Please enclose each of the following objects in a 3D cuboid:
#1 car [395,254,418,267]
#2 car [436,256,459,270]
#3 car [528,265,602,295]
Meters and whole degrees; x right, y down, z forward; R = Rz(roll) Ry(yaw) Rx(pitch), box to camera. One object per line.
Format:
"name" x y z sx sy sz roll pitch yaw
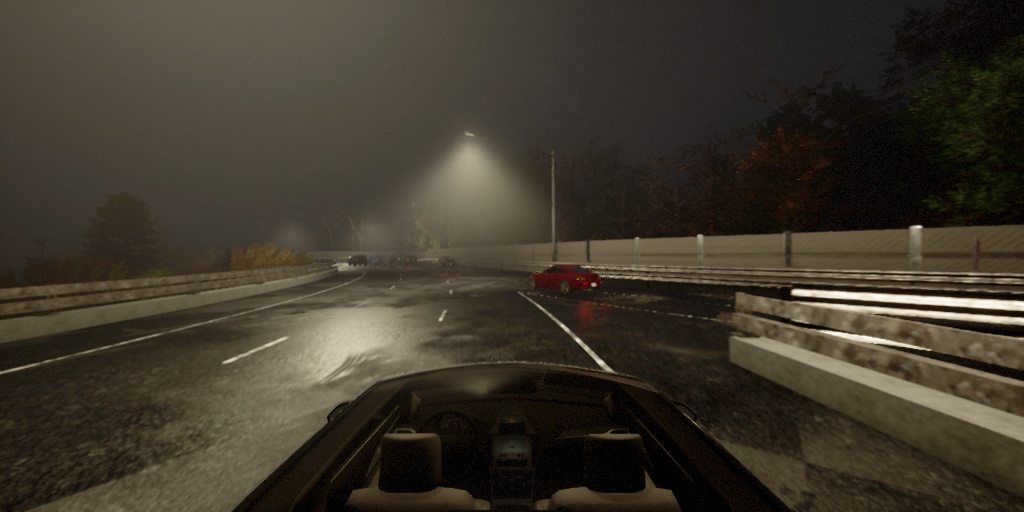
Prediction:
"car" -17.926 0.839 62.035 2.150 2.045 5.566 0 1 -32
"car" -7.471 0.803 41.394 1.812 1.442 4.674 4 -3 -19
"car" 2.668 1.180 18.838 1.812 1.442 4.674 -1 0 -31
